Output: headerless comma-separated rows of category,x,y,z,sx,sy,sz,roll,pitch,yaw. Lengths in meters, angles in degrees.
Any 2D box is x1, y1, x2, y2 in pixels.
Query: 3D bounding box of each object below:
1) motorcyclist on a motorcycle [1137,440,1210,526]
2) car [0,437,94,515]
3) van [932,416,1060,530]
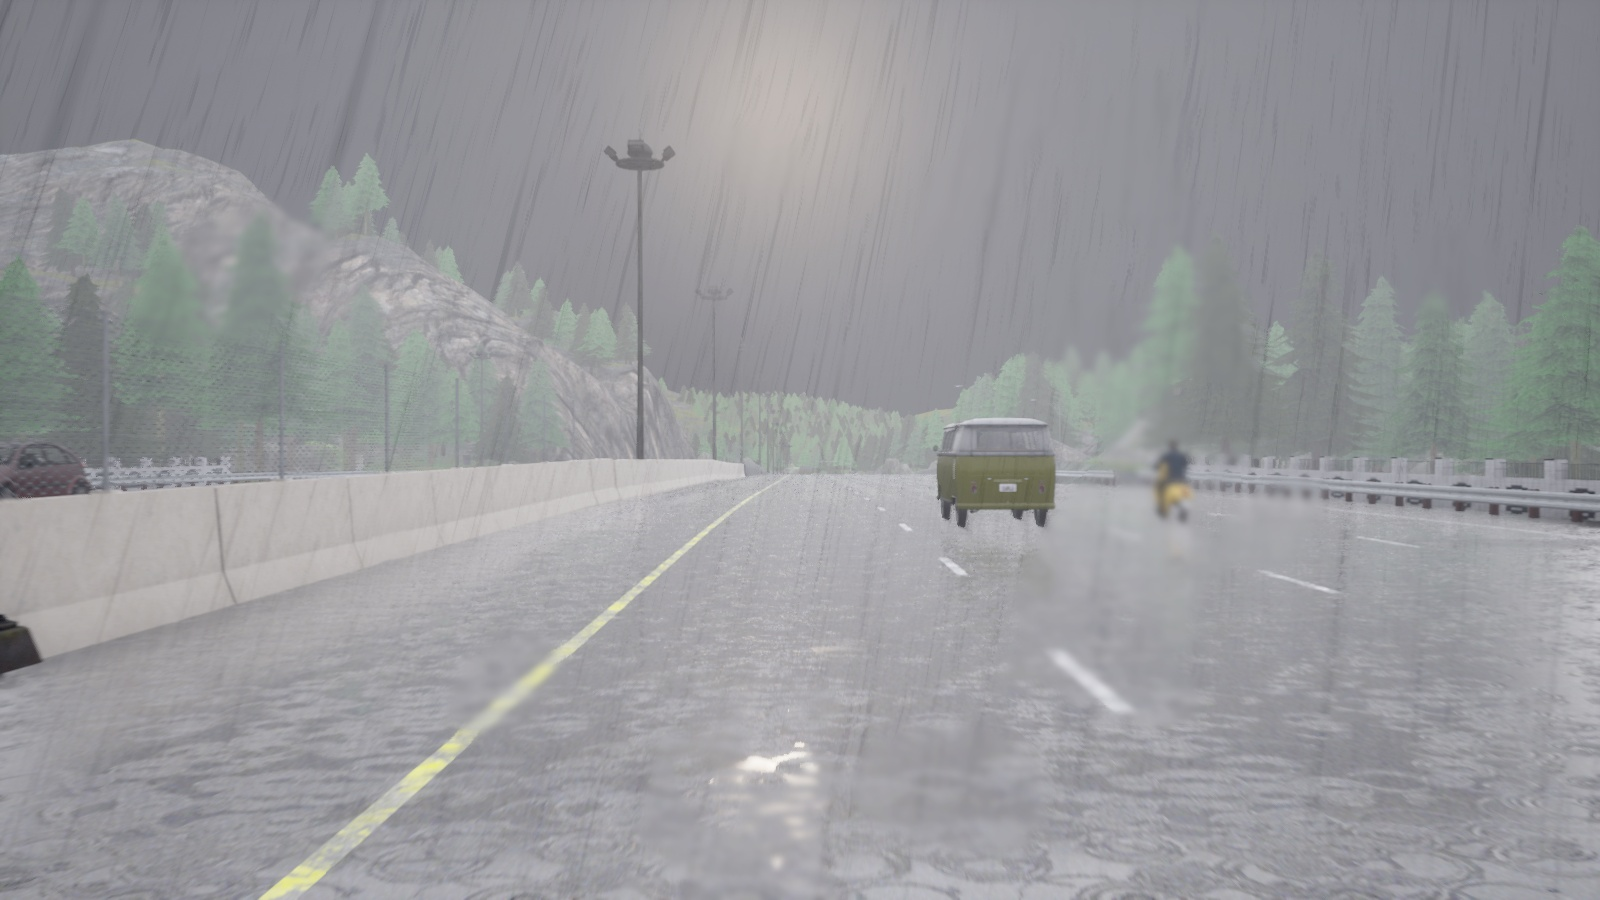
motorcyclist on a motorcycle,7.153,0.606,24.158,0.866,1.590,1.817,0,0,0
car,-17.330,0.534,27.165,1.851,1.617,3.988,0,0,0
van,3.653,0.402,24.135,1.775,1.987,4.442,0,0,0
